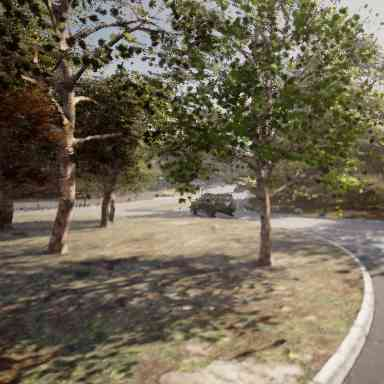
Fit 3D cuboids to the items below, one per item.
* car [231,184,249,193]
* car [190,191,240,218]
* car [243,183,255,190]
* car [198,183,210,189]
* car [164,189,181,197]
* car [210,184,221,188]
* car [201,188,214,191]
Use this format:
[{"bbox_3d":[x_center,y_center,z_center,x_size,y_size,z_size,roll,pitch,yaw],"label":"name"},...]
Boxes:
[{"bbox_3d":[10.755,-0.628,74.488,1.837,1.490,4.892,0,3,21],"label":"car"},{"bbox_3d":[1.836,1.190,30.668,2.150,2.045,5.566,-1,0,-26],"label":"car"},{"bbox_3d":[14.360,-1.386,83.819,2.033,1.411,5.357,0,3,21],"label":"car"},{"bbox_3d":[1.874,-1.223,83.972,2.435,2.045,5.566,0,3,21],"label":"car"},{"bbox_3d":[-4.125,0.095,68.272,1.946,1.575,5.366,0,4,21],"label":"car"},{"bbox_3d":[5.806,-1.643,94.291,2.163,1.488,4.792,0,3,21],"label":"car"},{"bbox_3d":[2.913,0.788,50.935,2.097,1.767,4.553,0,3,13],"label":"car"}]
